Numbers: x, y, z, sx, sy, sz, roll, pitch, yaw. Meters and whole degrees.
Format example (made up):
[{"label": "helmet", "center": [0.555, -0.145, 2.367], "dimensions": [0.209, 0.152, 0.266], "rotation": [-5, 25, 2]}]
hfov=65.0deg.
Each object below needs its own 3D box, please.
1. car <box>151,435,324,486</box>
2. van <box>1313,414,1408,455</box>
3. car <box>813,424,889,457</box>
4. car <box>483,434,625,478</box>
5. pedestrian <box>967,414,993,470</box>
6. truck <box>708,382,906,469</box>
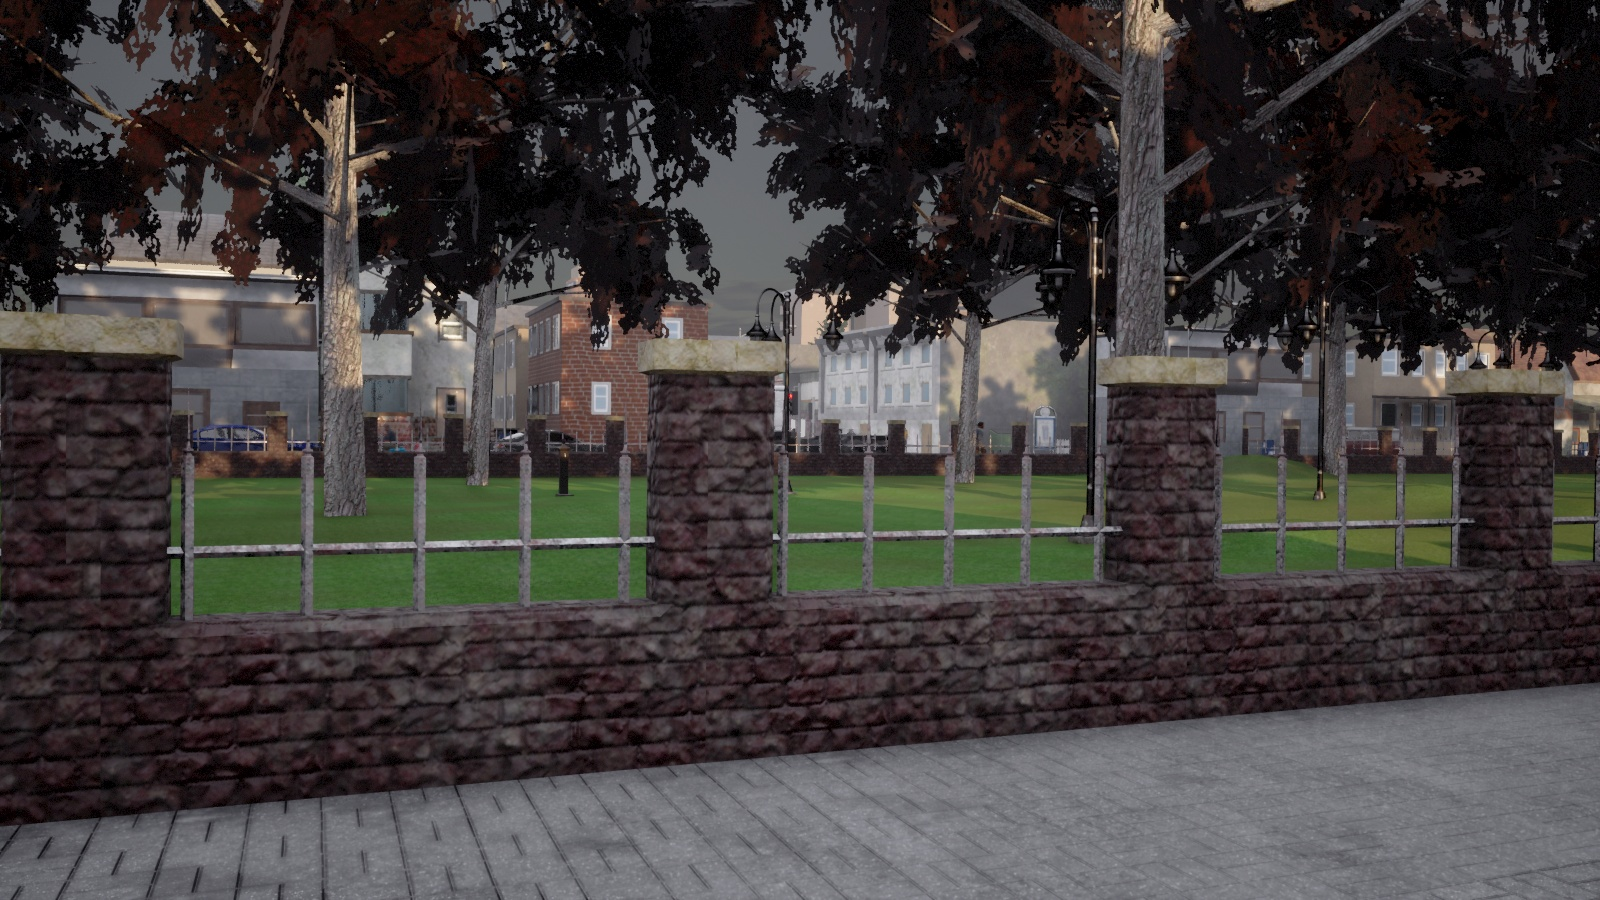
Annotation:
[{"label": "car", "center": [-18.238, 0.307, 40.900], "dimensions": [5.008, 1.535, 1.882], "rotation": [-1, 1, -24]}, {"label": "van", "center": [28.271, -0.785, 63.343], "dimensions": [4.442, 1.987, 1.775], "rotation": [-1, 1, -21]}, {"label": "car", "center": [2.592, -0.519, 65.677], "dimensions": [2.152, 1.651, 5.027], "rotation": [-1, 1, -21]}, {"label": "car", "center": [-8.734, 0.192, 44.624], "dimensions": [4.674, 1.442, 1.812], "rotation": [-1, 1, -24]}, {"label": "pedestrian", "center": [6.438, -0.291, 44.832], "dimensions": [0.788, 1.949, 0.423], "rotation": [-1, 1, -21]}, {"label": "truck", "center": [0.337, -1.053, 53.221], "dimensions": [7.936, 3.462, 2.891], "rotation": [-1, 0, -30]}]
